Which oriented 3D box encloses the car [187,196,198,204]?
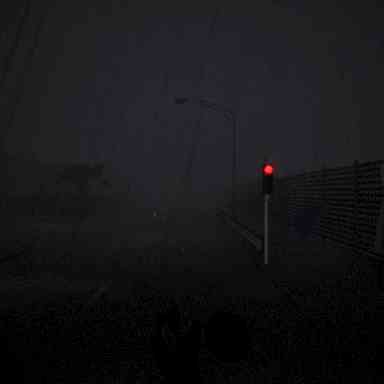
[{"bbox_3d":[0.101,1.505,63.160,1.837,1.490,4.892,0,0,0],"label":"car"}]

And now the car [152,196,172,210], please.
[{"bbox_3d":[-4.029,1.564,43.362,1.994,1.385,4.181,0,0,0],"label":"car"}]

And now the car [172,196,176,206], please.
[{"bbox_3d":[-4.007,1.478,53.433,1.882,1.535,5.008,0,0,0],"label":"car"}]
